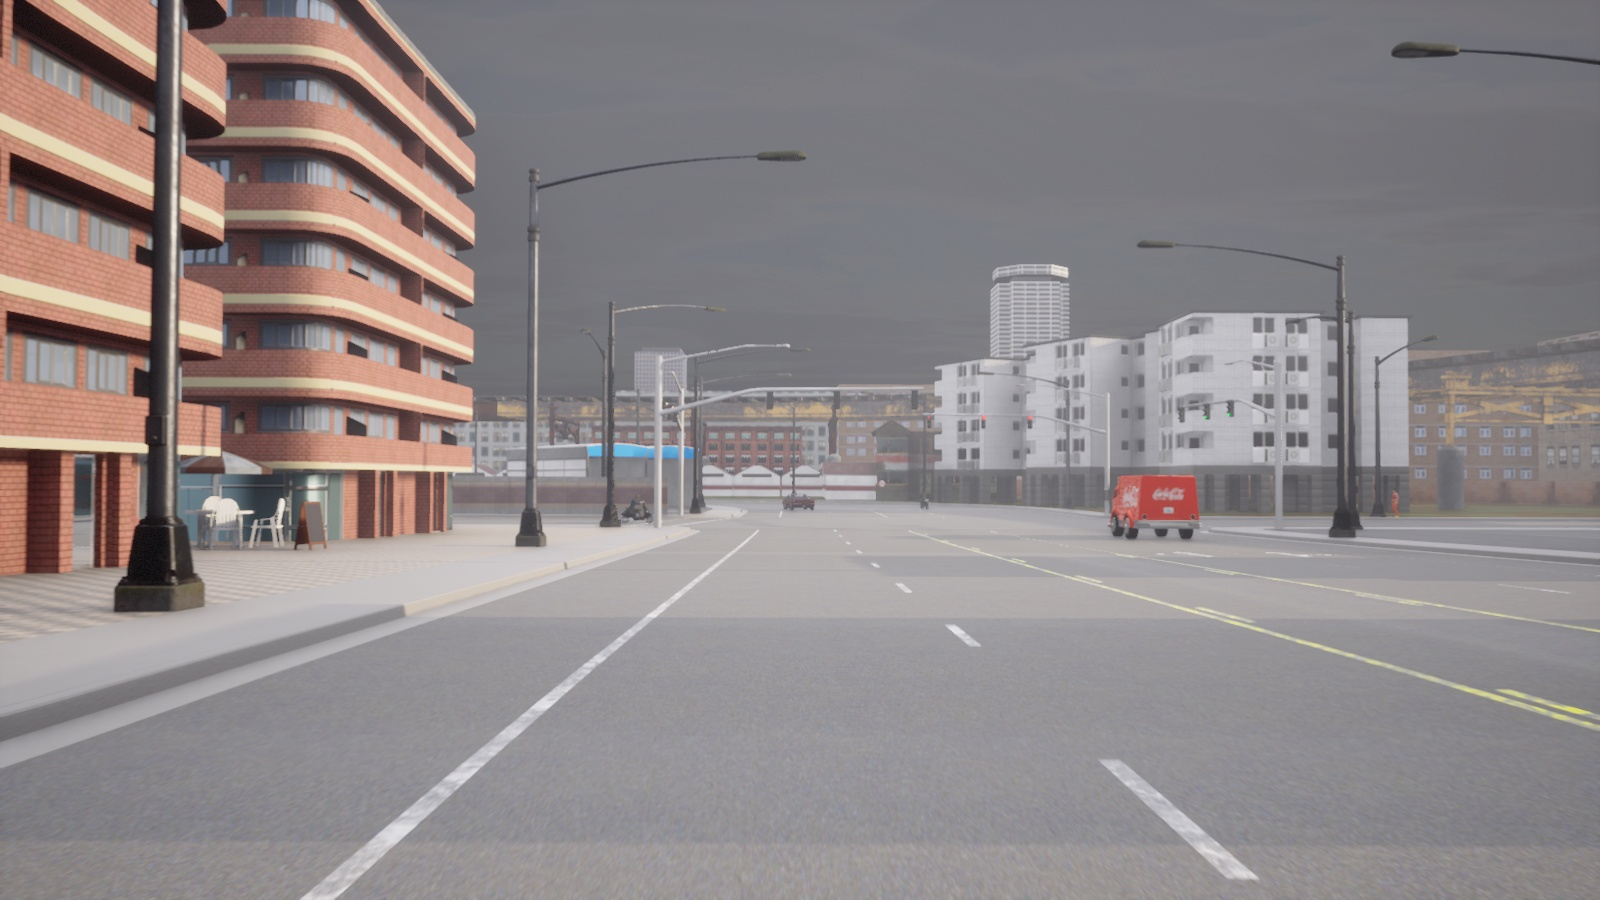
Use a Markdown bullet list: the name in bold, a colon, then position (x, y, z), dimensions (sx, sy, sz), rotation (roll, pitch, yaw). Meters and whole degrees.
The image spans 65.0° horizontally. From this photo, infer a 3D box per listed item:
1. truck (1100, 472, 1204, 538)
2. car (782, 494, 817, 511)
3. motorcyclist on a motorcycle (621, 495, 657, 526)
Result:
- **truck**: position (13.890, 2.158, 49.916), dimensions (2.627, 2.467, 5.204), rotation (0, -2, -1)
- **car**: position (-0.052, 4.098, 98.353), dimensions (1.895, 1.301, 4.718), rotation (0, -1, -10)
- **motorcyclist on a motorcycle**: position (-8.592, 3.237, 67.135), dimensions (1.817, 1.590, 0.866), rotation (0, -1, 1)
